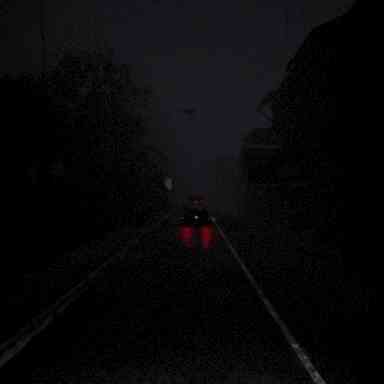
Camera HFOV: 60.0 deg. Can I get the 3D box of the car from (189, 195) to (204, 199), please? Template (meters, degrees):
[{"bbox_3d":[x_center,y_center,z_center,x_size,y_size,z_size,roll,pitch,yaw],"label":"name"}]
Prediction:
[{"bbox_3d":[0.565,1.409,43.051,2.150,2.045,5.566,0,-1,1],"label":"car"}]

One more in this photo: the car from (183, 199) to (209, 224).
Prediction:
[{"bbox_3d":[0.327,1.540,25.122,1.812,1.442,4.674,0,0,1],"label":"car"}]
